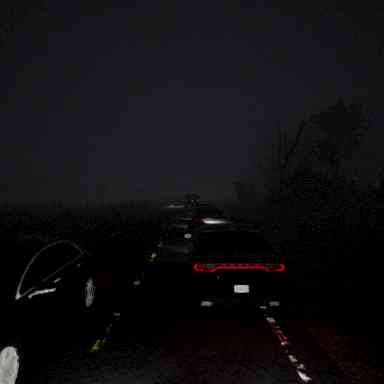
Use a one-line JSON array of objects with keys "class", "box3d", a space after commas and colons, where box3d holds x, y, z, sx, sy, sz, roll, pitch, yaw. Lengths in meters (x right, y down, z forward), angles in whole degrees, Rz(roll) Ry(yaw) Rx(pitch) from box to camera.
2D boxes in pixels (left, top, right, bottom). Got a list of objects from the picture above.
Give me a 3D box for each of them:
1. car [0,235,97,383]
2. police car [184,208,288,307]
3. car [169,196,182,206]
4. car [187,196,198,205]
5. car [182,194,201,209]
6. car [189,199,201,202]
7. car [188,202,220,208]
[{"class": "car", "box3d": [-2.846, 1.505, 4.943, 1.837, 1.490, 4.892, 0, 0, 0]}, {"class": "police car", "box3d": [0.837, 1.426, 8.186, 1.930, 1.638, 5.238, 0, 0, 0]}, {"class": "car", "box3d": [-2.674, 1.610, 55.943, 1.994, 1.385, 4.181, 0, 0, 0]}, {"class": "car", "box3d": [0.081, 1.534, 60.583, 1.882, 1.535, 5.008, 0, 0, 0]}, {"class": "car", "box3d": [0.099, 1.250, 45.969, 2.150, 2.045, 5.566, 0, 0, 1]}, {"class": "car", "box3d": [0.858, 1.511, 24.076, 1.837, 1.490, 4.892, 0, 0, 0]}, {"class": "car", "box3d": [0.850, 1.508, 18.076, 1.837, 1.490, 4.892, 0, 0, 0]}]
